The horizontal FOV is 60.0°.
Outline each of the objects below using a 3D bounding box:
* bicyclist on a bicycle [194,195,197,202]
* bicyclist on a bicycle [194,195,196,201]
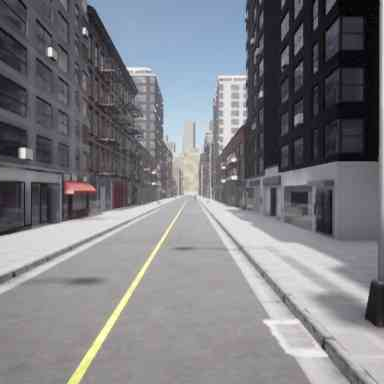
[{"bbox_3d":[0.743,1.571,80.476,0.582,1.620,1.656,-1,-1,0],"label":"bicyclist on a bicycle"},{"bbox_3d":[0.741,1.601,89.476,0.582,1.620,1.656,-1,-1,0],"label":"bicyclist on a bicycle"}]
